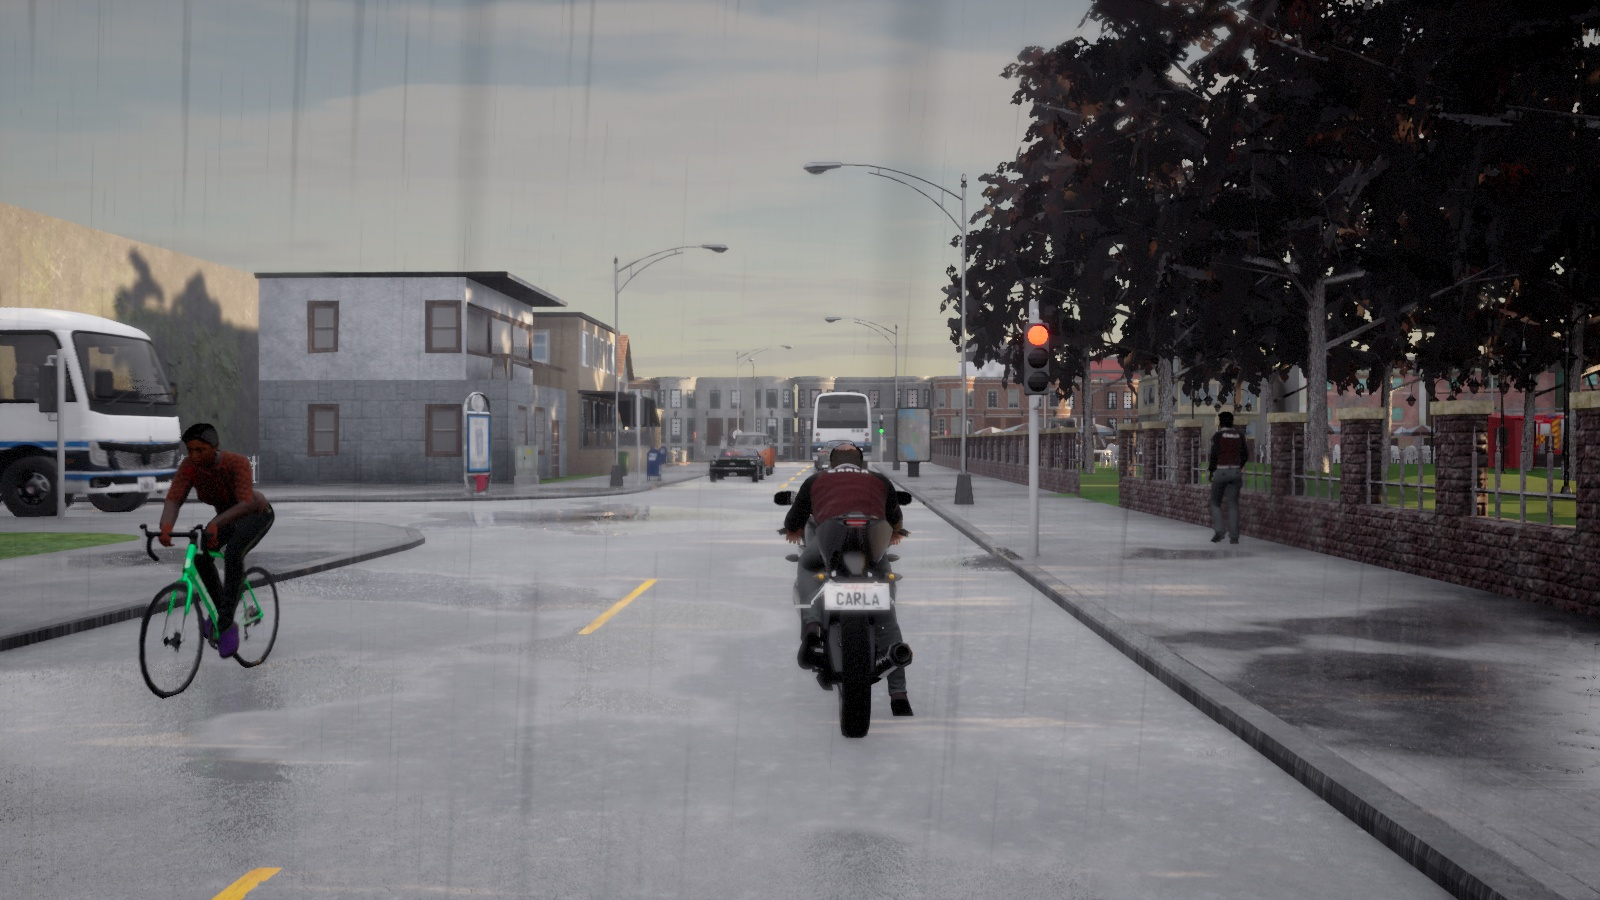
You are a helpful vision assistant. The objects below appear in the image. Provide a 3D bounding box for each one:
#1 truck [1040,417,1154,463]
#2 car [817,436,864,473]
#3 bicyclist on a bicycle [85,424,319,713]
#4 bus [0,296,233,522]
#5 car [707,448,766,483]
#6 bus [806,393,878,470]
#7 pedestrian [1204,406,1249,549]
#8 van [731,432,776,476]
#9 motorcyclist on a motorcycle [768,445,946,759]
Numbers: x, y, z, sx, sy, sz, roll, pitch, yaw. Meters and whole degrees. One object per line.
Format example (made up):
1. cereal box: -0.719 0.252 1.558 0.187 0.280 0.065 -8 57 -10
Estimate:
1. truck: 22.212 -0.750 94.248 7.936 3.462 2.891 0 0 2
2. car: 1.897 0.194 59.072 2.152 1.651 5.027 0 0 2
3. bicyclist on a bicycle: -3.680 0.652 7.883 0.582 1.620 1.656 0 1 4
4. bus: -17.666 -0.790 25.835 10.273 4.253 3.944 0 0 3
5. car: -2.426 0.568 49.116 1.895 1.301 4.718 0 0 2
6. bus: 2.372 -1.045 73.812 3.944 4.253 10.273 0 0 1
7. pedestrian: 5.864 0.363 17.291 0.402 1.930 0.666 0 0 2
8. van: -2.134 0.169 58.141 1.775 1.987 4.442 0 0 2
9. motorcyclist on a motorcycle: 0.271 0.741 7.237 0.866 1.530 2.191 0 0 0
